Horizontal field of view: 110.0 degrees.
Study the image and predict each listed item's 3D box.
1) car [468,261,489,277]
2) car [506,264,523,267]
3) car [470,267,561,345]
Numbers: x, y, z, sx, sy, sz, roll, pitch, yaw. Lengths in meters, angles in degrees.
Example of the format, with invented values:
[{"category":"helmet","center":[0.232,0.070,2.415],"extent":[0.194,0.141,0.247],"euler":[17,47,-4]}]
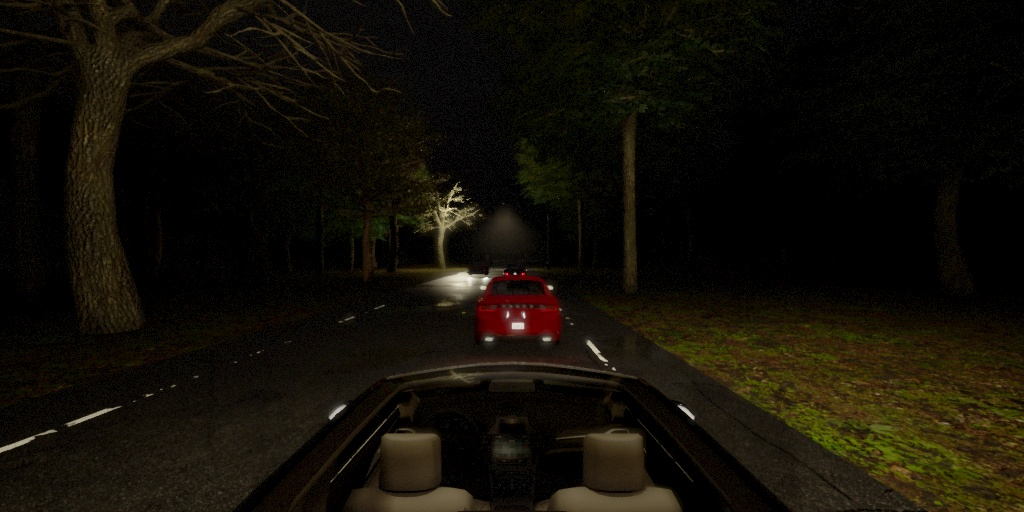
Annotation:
[{"category":"car","center":[-3.457,1.322,37.975],"extent":[1.882,1.535,5.008],"euler":[0,0,0]},{"category":"car","center":[0.209,1.352,28.294],"extent":[2.033,1.411,5.357],"euler":[0,0,0]},{"category":"car","center":[0.130,1.235,9.559],"extent":[1.882,1.535,5.008],"euler":[0,0,0]}]
